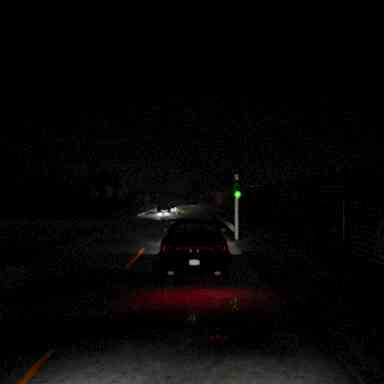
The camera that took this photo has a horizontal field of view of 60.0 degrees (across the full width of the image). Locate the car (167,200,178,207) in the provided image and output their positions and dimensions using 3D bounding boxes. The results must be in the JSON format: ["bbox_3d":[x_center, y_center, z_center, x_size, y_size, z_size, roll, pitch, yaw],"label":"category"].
[{"bbox_3d":[-3.971,2.430,68.642,1.895,1.301,4.718,0,-1,0],"label":"car"}]

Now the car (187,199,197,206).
[{"bbox_3d":[0.029,2.181,69.576,1.812,1.442,4.674,0,-1,0],"label":"car"}]

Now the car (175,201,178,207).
[{"bbox_3d":[-4.048,2.201,58.592,2.128,1.511,4.902,0,-1,0],"label":"car"}]

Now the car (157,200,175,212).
[{"bbox_3d":[-4.075,2.086,49.113,2.128,1.511,4.902,0,-1,0],"label":"car"}]

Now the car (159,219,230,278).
[{"bbox_3d":[0.077,1.608,10.639,1.882,1.535,5.008,0,-1,1],"label":"car"}]
